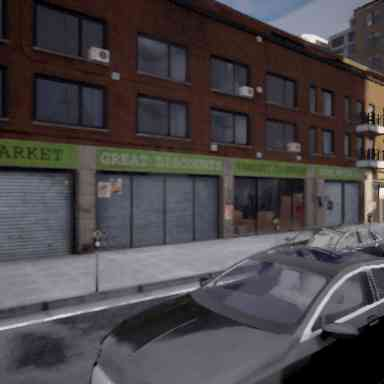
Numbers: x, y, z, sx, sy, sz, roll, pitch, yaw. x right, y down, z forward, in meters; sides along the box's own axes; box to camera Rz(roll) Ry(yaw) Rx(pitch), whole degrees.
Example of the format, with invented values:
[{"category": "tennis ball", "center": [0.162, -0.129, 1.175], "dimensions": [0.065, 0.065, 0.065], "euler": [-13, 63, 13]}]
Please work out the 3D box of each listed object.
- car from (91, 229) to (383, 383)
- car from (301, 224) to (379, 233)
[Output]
[{"category": "car", "center": [1.296, 1.499, 3.987], "dimensions": [4.902, 1.511, 2.128], "euler": [0, 0, -35]}, {"category": "car", "center": [3.682, 1.570, 8.819], "dimensions": [4.403, 1.369, 2.008], "euler": [0, 0, -36]}]
